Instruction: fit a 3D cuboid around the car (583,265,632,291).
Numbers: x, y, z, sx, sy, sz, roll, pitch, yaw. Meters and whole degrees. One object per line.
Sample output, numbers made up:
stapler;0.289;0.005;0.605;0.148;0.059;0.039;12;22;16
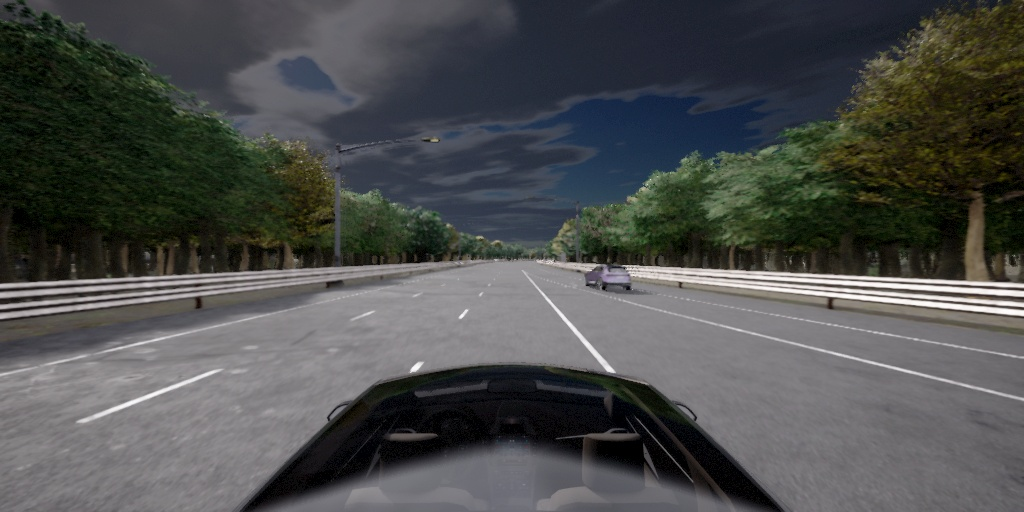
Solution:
car;6.250;1.382;23.854;2.033;1.649;4.856;0;-1;-7
